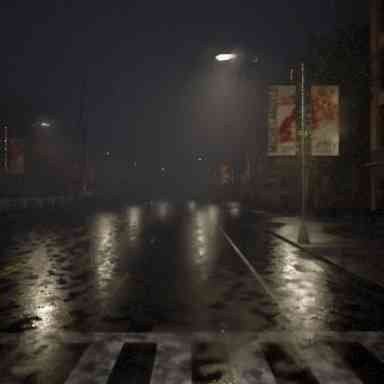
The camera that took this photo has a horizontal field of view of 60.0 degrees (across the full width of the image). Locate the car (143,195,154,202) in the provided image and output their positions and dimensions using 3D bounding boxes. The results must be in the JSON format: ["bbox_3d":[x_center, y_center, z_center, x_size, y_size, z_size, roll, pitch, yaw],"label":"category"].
[{"bbox_3d":[-8.722,1.533,72.487,1.895,1.301,4.718,0,0,13],"label":"car"}]

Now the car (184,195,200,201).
[{"bbox_3d":[0.449,1.478,85.066,1.994,1.385,4.181,0,0,30],"label":"car"}]

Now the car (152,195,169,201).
[{"bbox_3d":[-7.797,1.523,83.946,1.895,1.301,4.718,0,0,30],"label":"car"}]

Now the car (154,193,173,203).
[{"bbox_3d":[-5.659,1.165,70.322,2.150,2.045,5.566,0,0,13],"label":"car"}]

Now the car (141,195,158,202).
[{"bbox_3d":[-9.958,1.453,78.639,2.002,1.452,4.674,0,0,20],"label":"car"}]

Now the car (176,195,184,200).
[{"bbox_3d":[-2.393,1.445,87.113,1.812,1.442,4.674,0,0,30],"label":"car"}]
